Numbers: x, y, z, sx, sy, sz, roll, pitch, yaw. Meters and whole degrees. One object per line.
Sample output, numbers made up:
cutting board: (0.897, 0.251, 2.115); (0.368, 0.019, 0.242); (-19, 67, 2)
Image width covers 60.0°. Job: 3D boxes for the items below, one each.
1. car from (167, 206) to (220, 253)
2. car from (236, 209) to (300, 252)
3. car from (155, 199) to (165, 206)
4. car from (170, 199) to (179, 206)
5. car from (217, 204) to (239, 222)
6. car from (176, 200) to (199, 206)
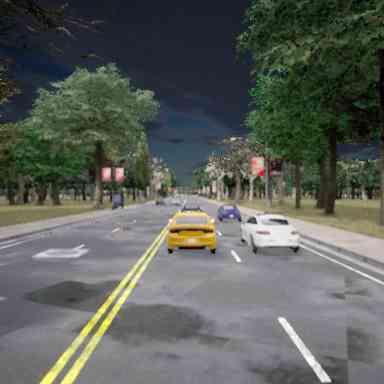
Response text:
car: (-0.003, 1.616, 14.478); (1.882, 1.535, 5.008); (0, 0, 0)
car: (3.247, 1.664, 14.394); (1.812, 1.442, 4.674); (0, 0, 0)
car: (-6.744, 2.213, 70.975); (2.033, 1.411, 5.357); (0, -1, 0)
car: (-3.494, 2.197, 71.001); (1.812, 1.442, 4.674); (0, -1, 0)
car: (3.216, 1.806, 29.411); (1.812, 1.442, 4.674); (0, 0, 0)
car: (-0.035, 1.772, 29.314); (2.128, 1.511, 4.902); (0, 0, 0)
